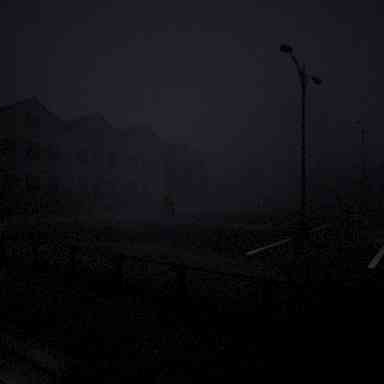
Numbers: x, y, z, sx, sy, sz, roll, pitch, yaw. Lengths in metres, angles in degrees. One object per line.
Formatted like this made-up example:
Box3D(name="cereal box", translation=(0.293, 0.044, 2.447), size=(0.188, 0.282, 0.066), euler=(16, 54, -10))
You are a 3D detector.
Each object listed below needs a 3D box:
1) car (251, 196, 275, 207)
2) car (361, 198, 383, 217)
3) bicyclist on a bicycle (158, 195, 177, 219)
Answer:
Box3D(name="car", translation=(10.118, 1.287, 46.929), size=(2.033, 1.411, 5.357), euler=(0, 0, 33))
Box3D(name="car", translation=(15.094, 1.286, 27.051), size=(2.007, 1.523, 4.514), euler=(0, 0, 35))
Box3D(name="bicyclist on a bicycle", translation=(-1.728, 1.055, 23.307), size=(1.656, 1.620, 0.582), euler=(0, 0, 35))
